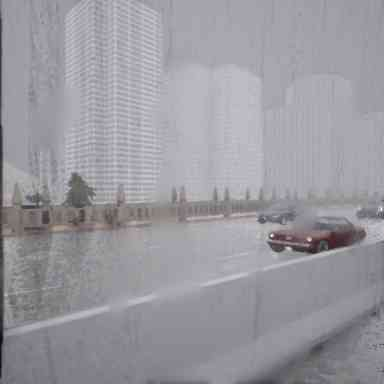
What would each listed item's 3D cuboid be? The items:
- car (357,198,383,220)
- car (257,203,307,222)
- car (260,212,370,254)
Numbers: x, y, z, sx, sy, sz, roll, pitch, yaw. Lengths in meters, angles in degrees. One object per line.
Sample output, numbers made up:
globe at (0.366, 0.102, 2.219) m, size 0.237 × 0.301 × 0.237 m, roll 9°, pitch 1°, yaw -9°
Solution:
car at (16.070, 1.422, 28.945) m, size 2.097 × 1.767 × 4.553 m, roll 0°, pitch 0°, yaw 45°
car at (6.701, 1.578, 24.423) m, size 1.837 × 1.490 × 4.892 m, roll 0°, pitch 0°, yaw 45°
car at (4.925, 1.637, 12.887) m, size 4.718 × 1.301 × 1.895 m, roll 0°, pitch 0°, yaw -43°
